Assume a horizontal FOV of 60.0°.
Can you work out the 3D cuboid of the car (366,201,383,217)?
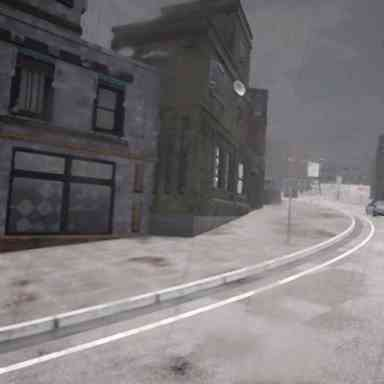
[{"bbox_3d":[16.099,1.441,28.082,1.994,1.385,4.181,2,2,16],"label":"car"}]
